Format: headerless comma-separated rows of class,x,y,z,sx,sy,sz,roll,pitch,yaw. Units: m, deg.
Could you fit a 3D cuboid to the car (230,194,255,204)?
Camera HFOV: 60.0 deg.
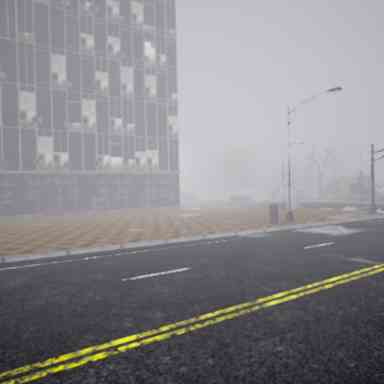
car,8.264,1.108,54.762,2.128,1.511,4.902,-2,1,-33

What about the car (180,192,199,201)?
car,-0.827,0.948,68.854,2.150,2.045,5.566,-1,1,-33
